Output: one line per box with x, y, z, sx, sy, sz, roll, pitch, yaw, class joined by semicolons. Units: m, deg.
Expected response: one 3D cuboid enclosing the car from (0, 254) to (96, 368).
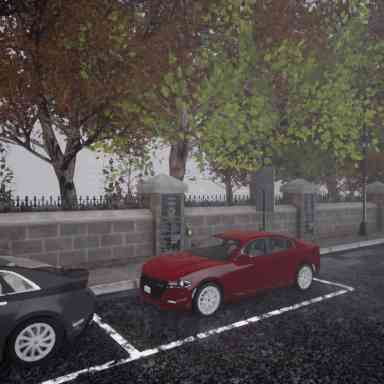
-3.478;1.551;4.174;4.403;1.369;2.008;0;0;-35;car

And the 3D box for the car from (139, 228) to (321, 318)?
1.012;1.545;7.421;4.507;1.381;1.887;0;0;-35;car
